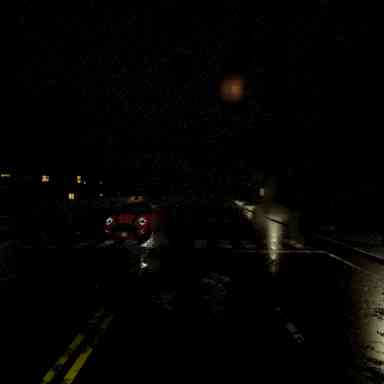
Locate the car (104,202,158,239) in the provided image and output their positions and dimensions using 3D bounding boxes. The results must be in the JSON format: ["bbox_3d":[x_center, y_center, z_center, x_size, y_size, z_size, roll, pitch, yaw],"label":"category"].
[{"bbox_3d":[-3.044,1.364,17.386,2.097,1.767,4.553,0,0,1],"label":"car"}]

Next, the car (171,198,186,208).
[{"bbox_3d":[-1.869,1.622,48.369,1.837,1.490,4.892,0,0,3],"label":"car"}]
